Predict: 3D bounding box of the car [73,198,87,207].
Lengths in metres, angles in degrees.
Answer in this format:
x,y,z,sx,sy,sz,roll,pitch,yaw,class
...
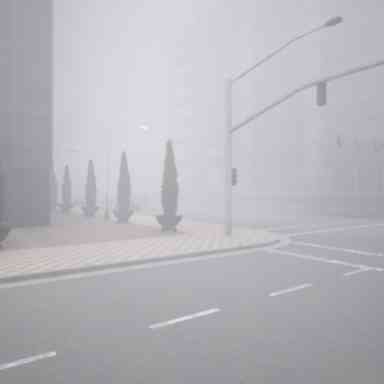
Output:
x,y,z,sx,sy,sz,roll,pitch,yaw,class
-17.821,1.673,54.362,2.033,1.411,5.357,0,0,-36,car

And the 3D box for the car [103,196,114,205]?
x,y,z,sx,sy,sz,roll,pitch,yaw,class
-15.076,1.491,62.537,2.097,1.767,4.553,0,0,-36,car

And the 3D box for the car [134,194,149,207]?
x,y,z,sx,sy,sz,roll,pitch,yaw,class
-8.960,1.358,54.101,2.150,2.045,5.566,0,0,-35,car

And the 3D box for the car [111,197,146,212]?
x,y,z,sx,sy,sz,roll,pitch,yaw,class
-7.747,1.677,40.181,1.994,1.385,4.181,0,0,-36,car
